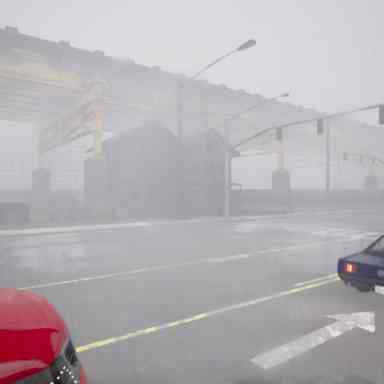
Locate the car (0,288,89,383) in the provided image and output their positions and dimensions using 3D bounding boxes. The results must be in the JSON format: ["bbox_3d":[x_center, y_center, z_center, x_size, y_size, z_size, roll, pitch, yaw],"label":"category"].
[{"bbox_3d":[-3.296,1.223,1.392,5.566,2.045,2.150,0,0,-36],"label":"car"}]

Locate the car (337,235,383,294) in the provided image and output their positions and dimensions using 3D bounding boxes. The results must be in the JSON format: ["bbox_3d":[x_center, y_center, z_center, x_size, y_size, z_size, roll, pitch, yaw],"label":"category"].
[{"bbox_3d":[5.462,1.596,7.639,4.718,1.301,1.895,0,0,-35],"label":"car"}]
